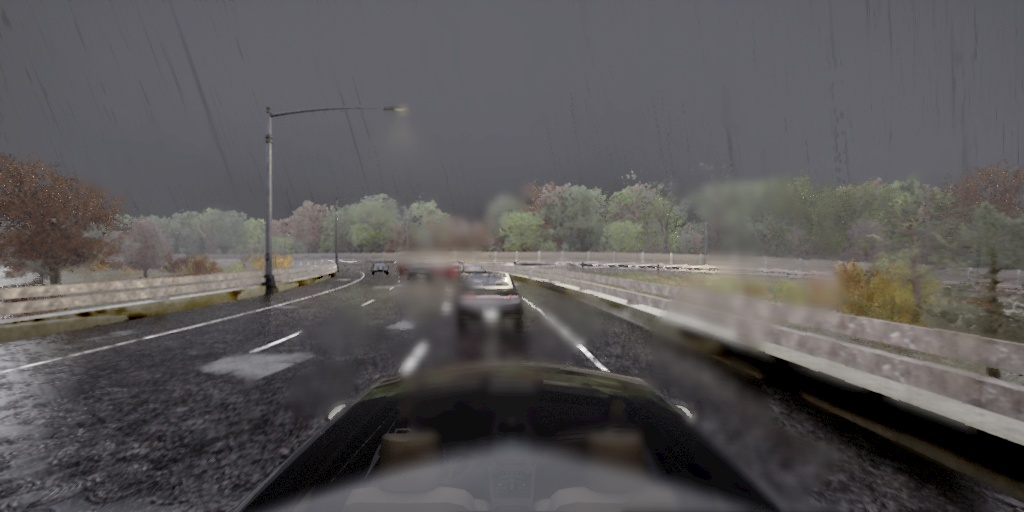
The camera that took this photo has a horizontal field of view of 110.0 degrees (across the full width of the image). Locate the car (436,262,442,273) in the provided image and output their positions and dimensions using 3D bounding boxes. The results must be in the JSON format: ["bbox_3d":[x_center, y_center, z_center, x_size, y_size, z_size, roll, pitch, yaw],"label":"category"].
[{"bbox_3d":[-9.485,1.495,45.650,1.994,1.385,4.181,0,0,-23],"label":"car"}]

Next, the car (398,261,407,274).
[{"bbox_3d":[-13.376,1.413,45.792,1.882,1.535,5.008,0,0,-24],"label":"car"}]

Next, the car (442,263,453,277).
[{"bbox_3d":[-5.311,1.361,34.460,1.882,1.535,5.008,0,-1,-16],"label":"car"}]

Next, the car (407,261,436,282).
[{"bbox_3d":[-7.926,1.378,31.035,1.837,1.490,4.892,0,0,-16],"label":"car"}]

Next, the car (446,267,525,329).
[{"bbox_3d":[-0.738,1.280,11.424,2.128,1.511,4.902,0,0,-5],"label":"car"}]

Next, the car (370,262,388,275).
[{"bbox_3d":[-16.085,1.475,43.465,2.033,1.411,5.357,0,0,-24],"label":"car"}]

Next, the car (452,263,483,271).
[{"bbox_3d":[-2.612,1.330,23.705,2.128,1.511,4.902,0,0,-11],"label":"car"}]
